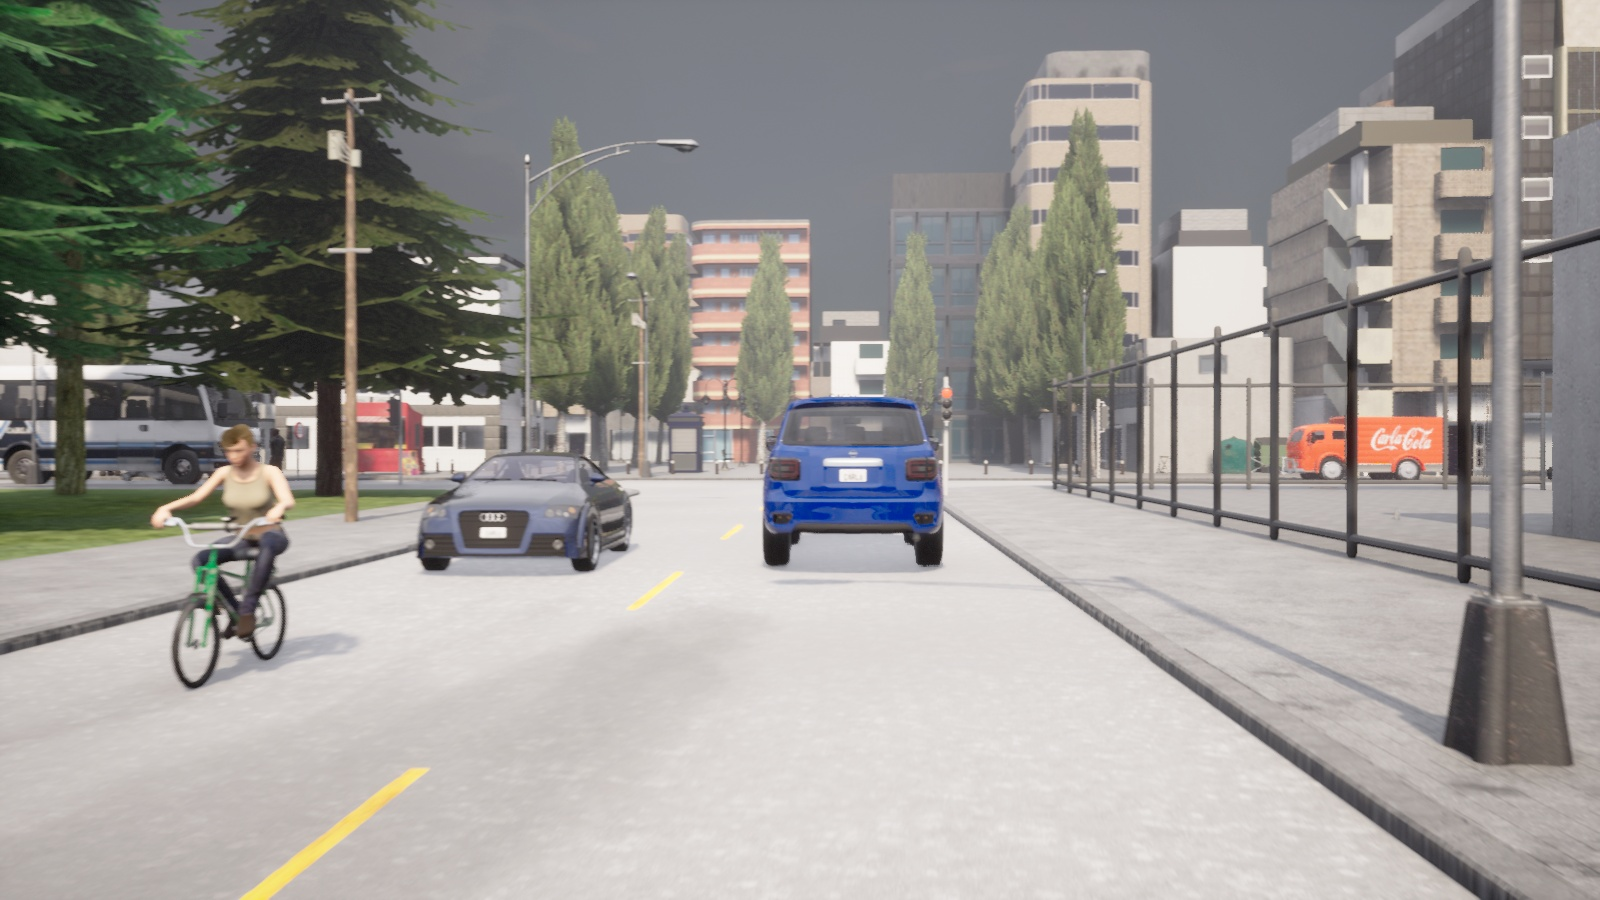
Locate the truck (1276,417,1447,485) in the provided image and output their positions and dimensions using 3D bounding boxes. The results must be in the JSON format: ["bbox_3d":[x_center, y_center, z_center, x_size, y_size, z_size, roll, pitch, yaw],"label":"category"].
[{"bbox_3d":[20.801,0.020,46.734,5.204,2.467,2.627,0,0,2],"label":"truck"}]

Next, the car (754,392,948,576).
[{"bbox_3d":[0.667,0.370,16.710,2.150,2.045,5.566,0,0,2],"label":"car"}]

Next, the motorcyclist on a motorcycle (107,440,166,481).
[{"bbox_3d":[-25.575,0.397,48.437,1.817,1.590,0.866,0,0,2],"label":"motorcyclist on a motorcycle"}]

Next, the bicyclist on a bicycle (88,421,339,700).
[{"bbox_3d":[-3.675,0.633,8.031,0.866,1.612,1.509,0,0,2],"label":"bicyclist on a bicycle"}]

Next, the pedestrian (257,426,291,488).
[{"bbox_3d":[-16.182,0.219,38.636,0.849,1.883,0.563,0,0,-6],"label":"pedestrian"}]

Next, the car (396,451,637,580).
[{"bbox_3d":[-3.376,0.717,15.823,1.994,1.385,4.181,0,0,2],"label":"car"}]

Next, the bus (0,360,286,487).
[{"bbox_3d":[-24.097,-0.909,44.425,10.273,4.253,3.944,0,0,4],"label":"bus"}]
